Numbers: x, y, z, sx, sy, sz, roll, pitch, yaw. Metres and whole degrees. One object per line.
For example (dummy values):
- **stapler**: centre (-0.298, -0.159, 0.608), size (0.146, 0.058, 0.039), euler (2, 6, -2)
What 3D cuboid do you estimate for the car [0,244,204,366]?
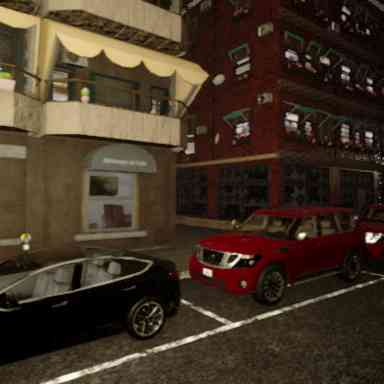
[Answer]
- **car**: centre (-2.167, 1.567, 5.001), size (4.313, 1.339, 1.947), euler (0, 1, -35)

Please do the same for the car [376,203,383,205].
- **car**: centre (6.908, 1.325, 11.467), size (5.009, 1.841, 2.192), euler (0, 1, -35)

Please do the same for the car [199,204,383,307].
- **car**: centre (2.371, 1.320, 8.232), size (5.009, 1.841, 2.192), euler (0, 1, -35)
